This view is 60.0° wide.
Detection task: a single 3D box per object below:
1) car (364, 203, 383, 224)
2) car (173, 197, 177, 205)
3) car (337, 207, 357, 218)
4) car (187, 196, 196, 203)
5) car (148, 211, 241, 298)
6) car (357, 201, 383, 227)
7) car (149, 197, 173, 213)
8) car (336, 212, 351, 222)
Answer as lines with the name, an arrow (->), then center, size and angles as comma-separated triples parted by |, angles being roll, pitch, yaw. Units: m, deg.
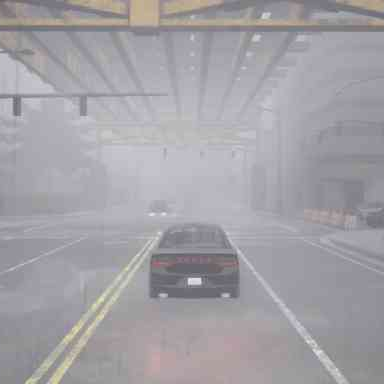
car -> 13.260, 1.295, 20.870 | 4.536, 1.218, 1.853 | 0, 0, -20
car -> -3.684, 1.525, 57.819 | 1.812, 1.442, 4.674 | 0, 0, 0
car -> 13.575, 1.295, 24.990 | 4.536, 1.218, 1.853 | 0, 0, 25
car -> -0.063, 1.491, 66.351 | 2.128, 1.511, 4.902 | 0, 0, 0
car -> 0.052, 1.478, 8.544 | 1.882, 1.535, 5.008 | 0, 0, 0
car -> 13.212, 1.453, 20.852 | 4.974, 1.542, 2.038 | 0, 0, -20
car -> -3.694, 1.547, 38.079 | 2.033, 1.411, 5.357 | 0, 0, 0
car -> 13.528, 1.453, 25.011 | 4.974, 1.542, 2.038 | 0, 0, 25
